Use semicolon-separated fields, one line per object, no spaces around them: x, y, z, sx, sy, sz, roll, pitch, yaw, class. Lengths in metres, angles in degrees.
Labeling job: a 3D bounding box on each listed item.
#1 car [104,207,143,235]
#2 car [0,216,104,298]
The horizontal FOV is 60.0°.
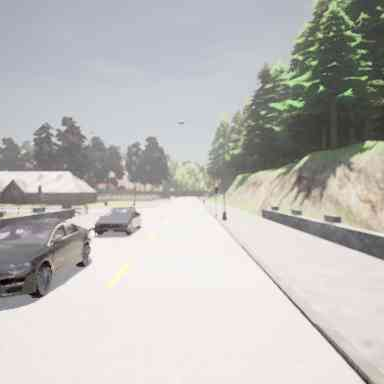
-4.085;1.591;19.399;2.033;1.411;5.357;0;0;0;car
-4.100;1.513;8.703;2.128;1.511;4.902;0;0;0;car
